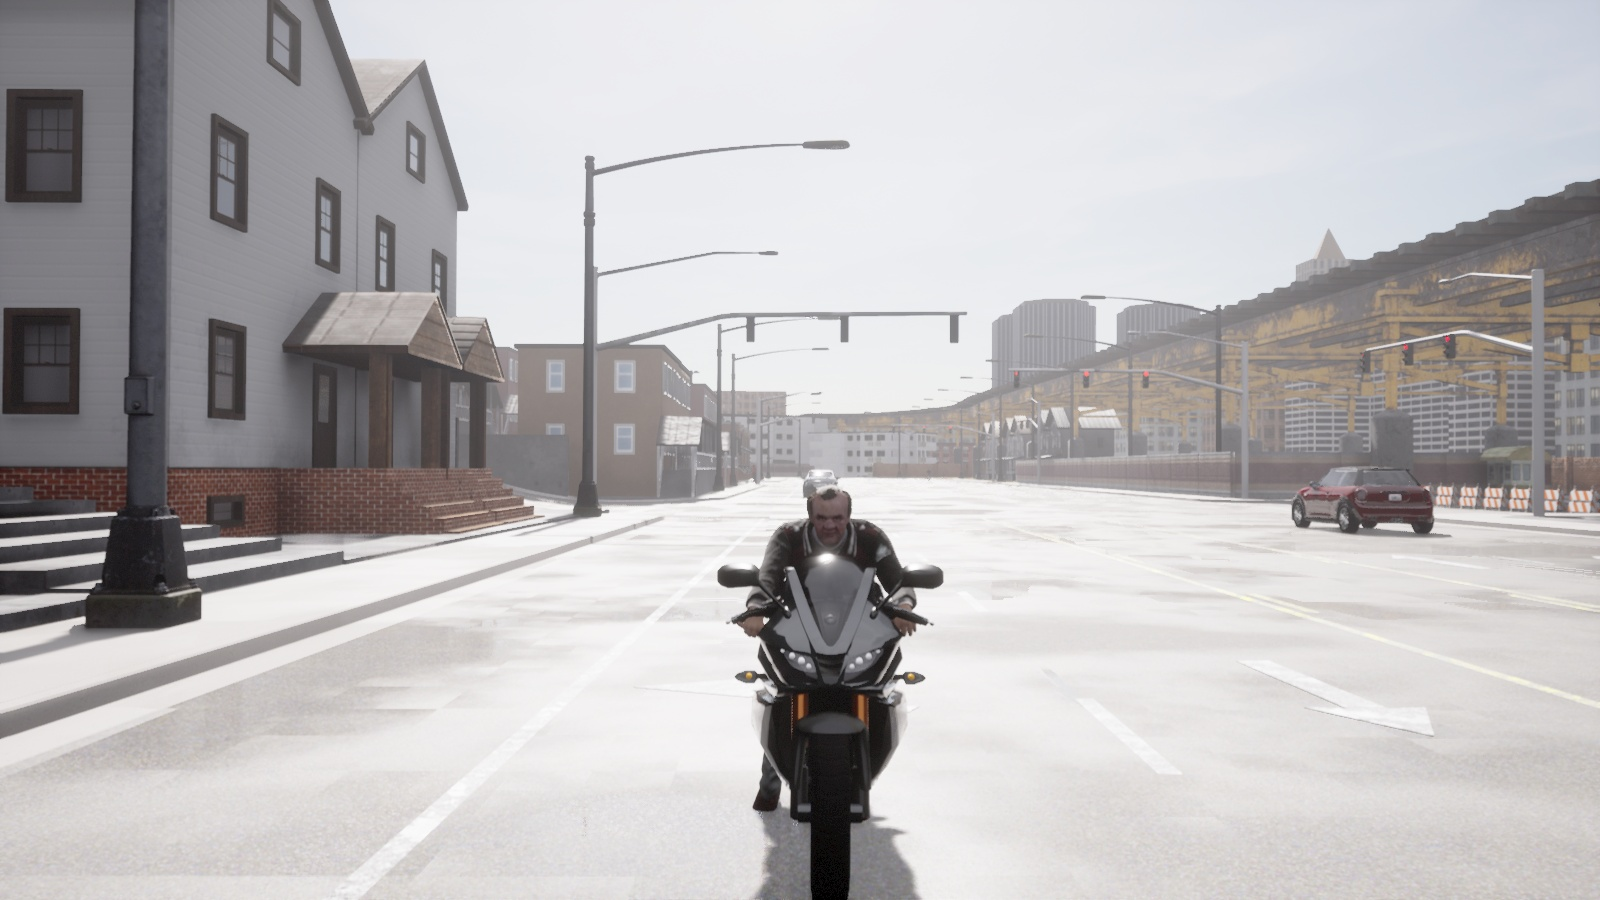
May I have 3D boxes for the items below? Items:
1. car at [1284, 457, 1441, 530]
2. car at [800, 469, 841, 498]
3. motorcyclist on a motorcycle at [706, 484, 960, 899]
[{"bbox_3d":[14.553,1.094,32.794,2.097,1.767,4.553,0,-1,1],"label":"car"},{"bbox_3d":[1.142,1.767,68.032,2.128,1.511,4.902,0,-1,2],"label":"car"},{"bbox_3d":[0.131,0.926,5.404,0.866,1.530,2.191,0,-1,1],"label":"motorcyclist on a motorcycle"}]
